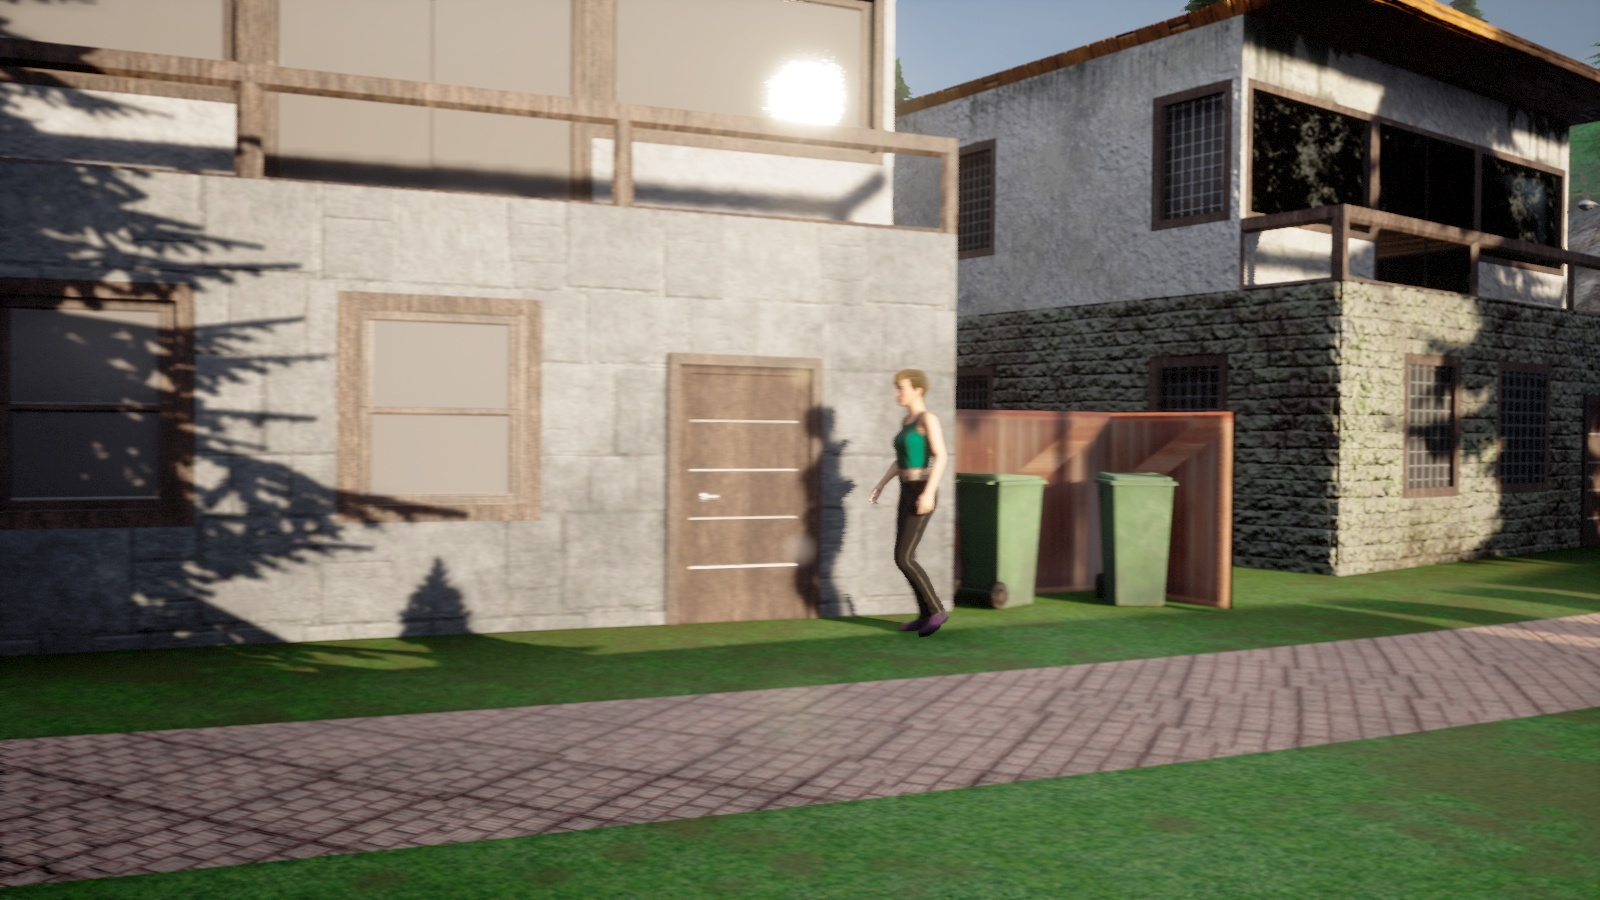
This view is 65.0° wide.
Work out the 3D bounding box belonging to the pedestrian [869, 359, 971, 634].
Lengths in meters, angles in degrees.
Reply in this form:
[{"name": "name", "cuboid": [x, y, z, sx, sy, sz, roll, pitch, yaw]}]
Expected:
[{"name": "pedestrian", "cuboid": [0.818, 0.307, 8.617, 0.594, 1.836, 0.345, -1, 1, -16]}]
